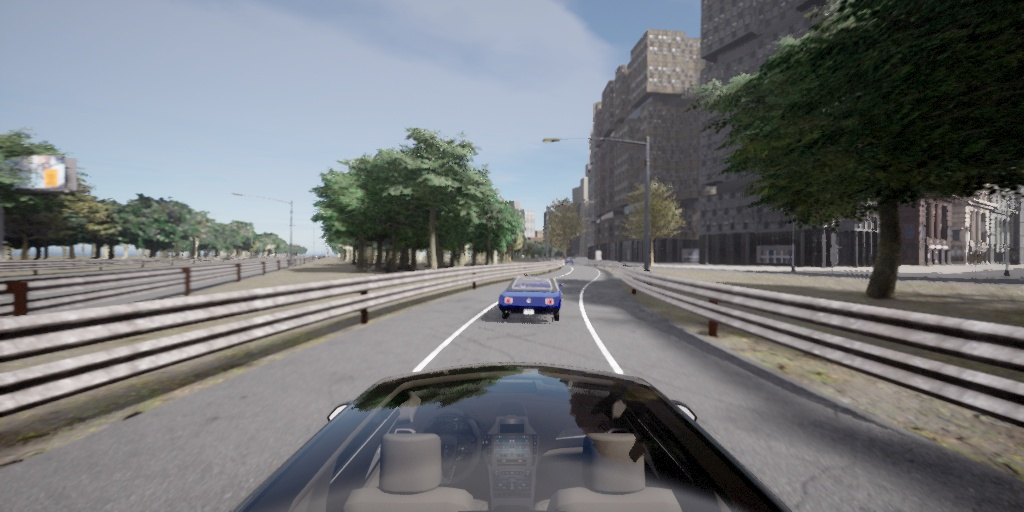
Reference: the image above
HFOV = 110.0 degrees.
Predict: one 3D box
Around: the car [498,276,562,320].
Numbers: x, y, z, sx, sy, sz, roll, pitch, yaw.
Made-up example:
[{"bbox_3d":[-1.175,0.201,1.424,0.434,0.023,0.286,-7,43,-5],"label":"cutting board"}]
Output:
[{"bbox_3d":[0.819,1.352,12.733,1.895,1.301,4.718,0,0,8],"label":"car"}]
